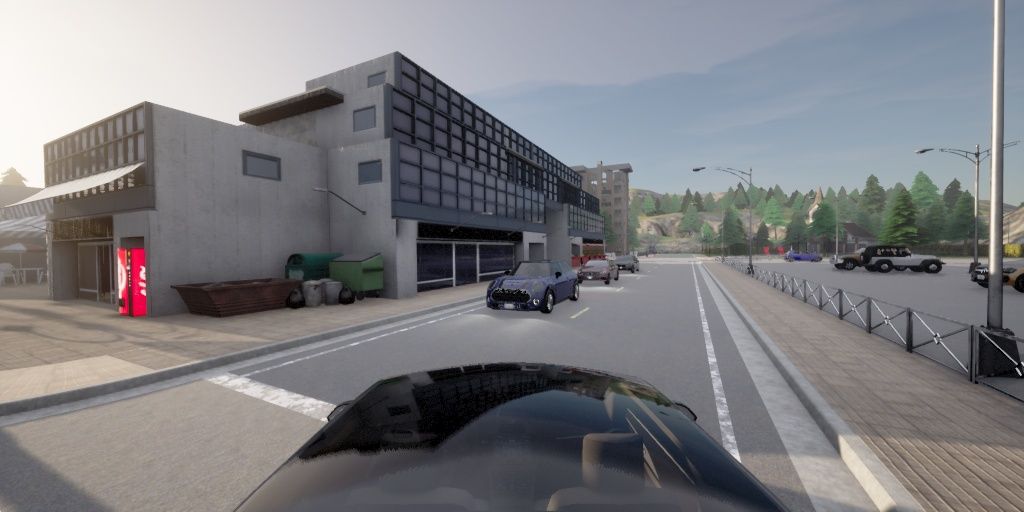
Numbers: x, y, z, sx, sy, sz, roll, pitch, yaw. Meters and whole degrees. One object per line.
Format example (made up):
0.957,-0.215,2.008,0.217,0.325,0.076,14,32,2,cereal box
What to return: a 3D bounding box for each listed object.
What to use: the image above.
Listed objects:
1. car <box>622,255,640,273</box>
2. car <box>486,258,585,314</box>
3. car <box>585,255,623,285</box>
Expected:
9.938,0.650,31.300,1.837,1.490,4.892,0,1,27,car
0.904,0.913,13.052,2.097,1.767,4.553,0,1,26,car
5.379,0.880,22.109,1.812,1.442,4.674,0,1,26,car
